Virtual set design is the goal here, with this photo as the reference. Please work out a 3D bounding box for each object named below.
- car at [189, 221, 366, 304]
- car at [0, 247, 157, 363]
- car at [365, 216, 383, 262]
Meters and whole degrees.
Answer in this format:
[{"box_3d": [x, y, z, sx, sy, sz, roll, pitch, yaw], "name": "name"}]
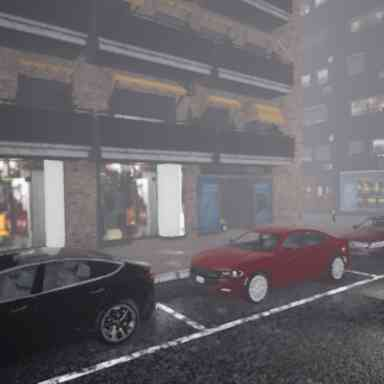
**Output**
[{"box_3d": [1.995, 1.497, 7.995, 4.507, 1.381, 1.887, -1, 0, -35], "name": "car"}, {"box_3d": [-2.566, 1.562, 4.742, 4.313, 1.339, 1.947, -1, 0, -35], "name": "car"}, {"box_3d": [6.557, 1.491, 11.247, 4.206, 1.307, 1.802, -1, 0, -35], "name": "car"}]
